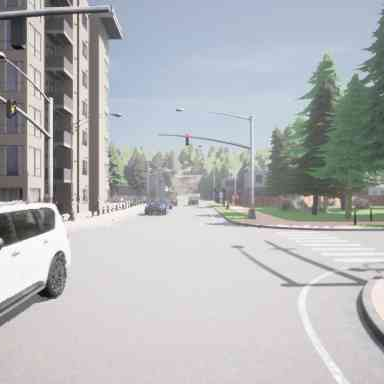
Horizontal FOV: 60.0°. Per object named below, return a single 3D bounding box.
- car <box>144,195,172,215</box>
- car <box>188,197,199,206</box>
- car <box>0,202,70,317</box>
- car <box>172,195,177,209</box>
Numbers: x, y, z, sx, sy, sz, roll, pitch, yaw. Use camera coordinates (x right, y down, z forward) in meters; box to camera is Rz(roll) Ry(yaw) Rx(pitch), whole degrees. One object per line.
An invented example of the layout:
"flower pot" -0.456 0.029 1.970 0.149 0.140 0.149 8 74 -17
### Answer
"car" -3.455 1.352 33.300 2.097 1.767 4.553 0 0 0
"car" 0.225 1.547 55.778 2.033 1.411 5.357 0 0 0
"car" -3.923 1.223 5.567 2.150 2.045 5.566 0 0 0
"car" -3.413 1.490 42.517 2.128 1.511 4.902 0 0 1
